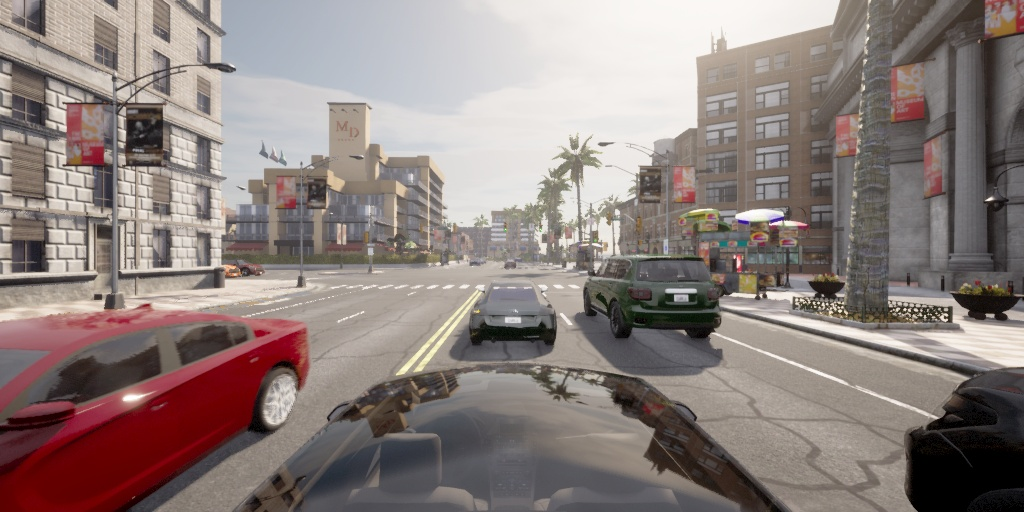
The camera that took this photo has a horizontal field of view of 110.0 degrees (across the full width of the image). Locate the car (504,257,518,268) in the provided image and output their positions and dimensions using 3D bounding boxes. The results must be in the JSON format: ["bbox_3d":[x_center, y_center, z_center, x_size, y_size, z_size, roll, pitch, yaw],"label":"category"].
[{"bbox_3d":[-0.276,1.275,60.691,1.812,1.442,4.674,0,0,0],"label":"car"}]

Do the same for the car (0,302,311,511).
[{"bbox_3d":[-3.592,1.227,2.690,1.882,1.535,5.008,0,0,0],"label":"car"}]

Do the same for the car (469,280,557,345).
[{"bbox_3d":[0.028,1.314,9.533,1.994,1.385,4.181,0,0,0],"label":"car"}]

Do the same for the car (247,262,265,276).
[{"bbox_3d":[-27.401,1.102,35.886,4.553,1.767,2.097,0,0,-1],"label":"car"}]

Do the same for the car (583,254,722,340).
[{"bbox_3d":[3.529,0.971,10.151,2.150,2.045,5.566,0,0,0],"label":"car"}]

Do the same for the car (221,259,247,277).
[{"bbox_3d":[-27.274,1.102,32.385,4.553,1.767,2.097,0,0,-1],"label":"car"}]
